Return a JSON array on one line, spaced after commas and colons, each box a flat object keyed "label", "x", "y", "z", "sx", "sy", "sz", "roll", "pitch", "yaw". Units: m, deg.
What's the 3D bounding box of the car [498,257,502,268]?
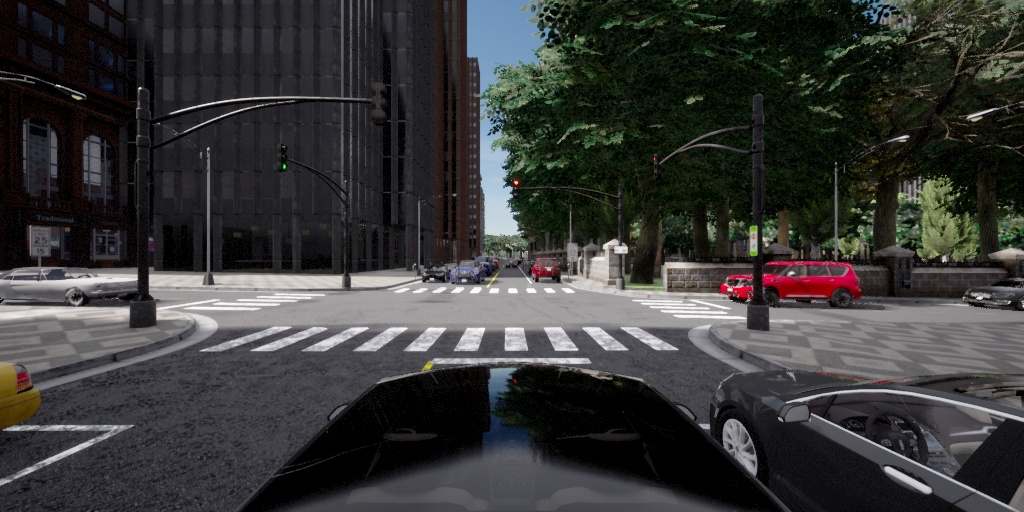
[{"label": "car", "x": -3.241, "y": 1.012, "z": 57.272, "sx": 2.150, "sy": 2.045, "sz": 5.566, "roll": 0, "pitch": 0, "yaw": 0}]

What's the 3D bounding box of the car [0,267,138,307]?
[{"label": "car", "x": -16.479, "y": 1.068, "z": 13.130, "sx": 4.718, "sy": 1.301, "sz": 1.895, "roll": 1, "pitch": 0, "yaw": -1}]

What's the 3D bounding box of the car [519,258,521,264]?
[{"label": "car", "x": 2.581, "y": 1.230, "z": 55.710, "sx": 1.967, "sy": 1.591, "sz": 4.097, "roll": 0, "pitch": 0, "yaw": 0}]

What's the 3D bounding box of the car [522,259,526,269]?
[{"label": "car", "x": 2.618, "y": 1.329, "z": 44.796, "sx": 2.007, "sy": 1.370, "sz": 4.403, "roll": 0, "pitch": 0, "yaw": 0}]

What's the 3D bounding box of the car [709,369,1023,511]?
[{"label": "car", "x": 2.764, "y": 1.301, "z": 1.763, "sx": 2.007, "sy": 1.370, "sz": 4.403, "roll": 0, "pitch": 0, "yaw": 0}]

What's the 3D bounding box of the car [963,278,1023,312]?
[{"label": "car", "x": 24.171, "y": 1.777, "z": 16.692, "sx": 4.892, "sy": 1.490, "sz": 1.837, "roll": 2, "pitch": 0, "yaw": 0}]

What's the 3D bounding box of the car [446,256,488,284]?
[{"label": "car", "x": -3.248, "y": 1.111, "z": 26.826, "sx": 2.097, "sy": 1.767, "sz": 4.553, "roll": 0, "pitch": 0, "yaw": 1}]

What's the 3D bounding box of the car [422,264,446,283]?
[{"label": "car", "x": -5.851, "y": 1.326, "z": 28.389, "sx": 1.948, "sy": 1.339, "sz": 4.313, "roll": 0, "pitch": 0, "yaw": 0}]

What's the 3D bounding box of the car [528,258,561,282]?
[{"label": "car", "x": 2.674, "y": 1.075, "z": 28.428, "sx": 2.192, "sy": 1.841, "sz": 5.009, "roll": 0, "pitch": 0, "yaw": 0}]

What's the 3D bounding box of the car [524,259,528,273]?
[{"label": "car", "x": 2.637, "y": 1.338, "z": 39.340, "sx": 1.948, "sy": 1.339, "sz": 4.313, "roll": 0, "pitch": 0, "yaw": 0}]

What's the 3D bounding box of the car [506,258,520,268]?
[{"label": "car", "x": -0.094, "y": 1.396, "z": 59.504, "sx": 1.895, "sy": 1.301, "sz": 4.718, "roll": 0, "pitch": 0, "yaw": 0}]

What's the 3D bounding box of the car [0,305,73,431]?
[{"label": "car", "x": -5.760, "y": 1.275, "z": 1.555, "sx": 1.751, "sy": 1.417, "sz": 4.829, "roll": 0, "pitch": 0, "yaw": 0}]

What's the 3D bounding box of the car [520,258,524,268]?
[{"label": "car", "x": 2.599, "y": 1.335, "z": 50.253, "sx": 2.007, "sy": 1.370, "sz": 4.403, "roll": 0, "pitch": 0, "yaw": 0}]

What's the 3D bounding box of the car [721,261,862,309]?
[{"label": "car", "x": 12.767, "y": 1.260, "z": 16.538, "sx": 5.566, "sy": 2.045, "sz": 2.150, "roll": 1, "pitch": 0, "yaw": -2}]

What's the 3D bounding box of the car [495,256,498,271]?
[{"label": "car", "x": -3.242, "y": 1.133, "z": 46.768, "sx": 2.097, "sy": 1.767, "sz": 4.553, "roll": 0, "pitch": 0, "yaw": 0}]

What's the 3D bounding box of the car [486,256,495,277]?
[{"label": "car", "x": -3.213, "y": 0.991, "z": 36.585, "sx": 2.150, "sy": 2.045, "sz": 5.566, "roll": 0, "pitch": 0, "yaw": 0}]
